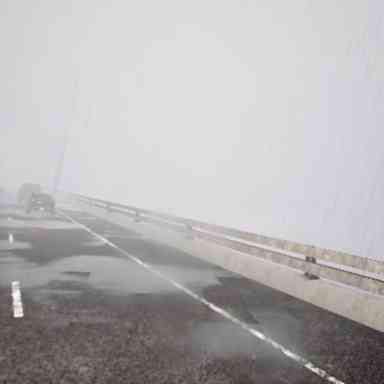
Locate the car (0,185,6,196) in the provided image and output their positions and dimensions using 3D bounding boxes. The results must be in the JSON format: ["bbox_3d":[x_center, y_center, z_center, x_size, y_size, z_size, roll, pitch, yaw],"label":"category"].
[{"bbox_3d":[-25.873,-0.226,44.269,1.994,1.385,4.181,5,-1,-28],"label":"car"}]

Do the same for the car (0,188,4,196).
[{"bbox_3d":[-13.490,0.585,21.319,2.033,1.411,5.357,5,-1,-29],"label":"car"}]

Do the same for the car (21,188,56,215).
[{"bbox_3d":[-10.953,0.775,23.942,1.837,1.490,4.892,5,0,-29],"label":"car"}]

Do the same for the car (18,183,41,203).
[{"bbox_3d":[-16.708,0.103,34.388,2.150,2.045,5.566,5,0,-28],"label":"car"}]
